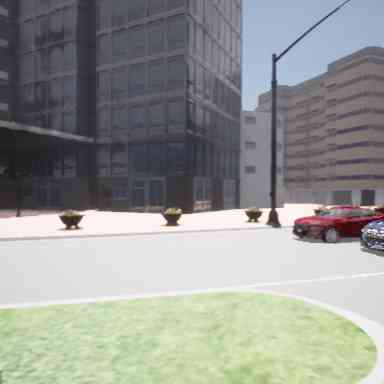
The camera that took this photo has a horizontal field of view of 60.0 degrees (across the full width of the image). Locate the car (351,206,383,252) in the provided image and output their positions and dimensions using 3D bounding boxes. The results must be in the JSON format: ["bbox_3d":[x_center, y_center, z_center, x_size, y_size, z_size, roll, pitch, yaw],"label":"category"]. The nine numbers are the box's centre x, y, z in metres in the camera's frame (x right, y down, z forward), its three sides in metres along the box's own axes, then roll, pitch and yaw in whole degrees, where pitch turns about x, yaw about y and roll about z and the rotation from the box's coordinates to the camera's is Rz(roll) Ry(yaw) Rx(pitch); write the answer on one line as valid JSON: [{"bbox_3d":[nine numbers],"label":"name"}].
[{"bbox_3d":[8.531,1.312,12.264,4.553,1.767,2.097,0,0,-21],"label":"car"}]

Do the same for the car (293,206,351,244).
[{"bbox_3d":[7.047,1.415,15.436,5.008,1.535,1.882,0,0,-21],"label":"car"}]
